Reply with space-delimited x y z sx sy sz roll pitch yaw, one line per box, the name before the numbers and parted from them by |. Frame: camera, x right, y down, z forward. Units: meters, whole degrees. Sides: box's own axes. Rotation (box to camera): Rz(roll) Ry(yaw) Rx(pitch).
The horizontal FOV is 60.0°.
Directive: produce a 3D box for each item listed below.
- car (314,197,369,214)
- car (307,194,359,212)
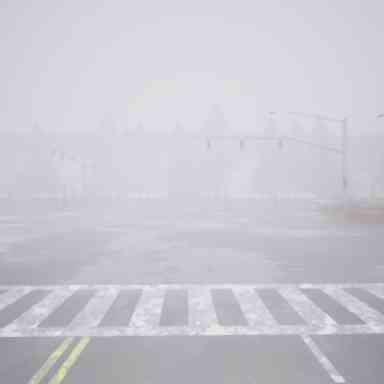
car | 15.070 1.481 32.609 5.008 1.535 1.882 0 0 -2
car | 15.471 1.227 36.116 5.566 2.045 2.150 0 0 -2
